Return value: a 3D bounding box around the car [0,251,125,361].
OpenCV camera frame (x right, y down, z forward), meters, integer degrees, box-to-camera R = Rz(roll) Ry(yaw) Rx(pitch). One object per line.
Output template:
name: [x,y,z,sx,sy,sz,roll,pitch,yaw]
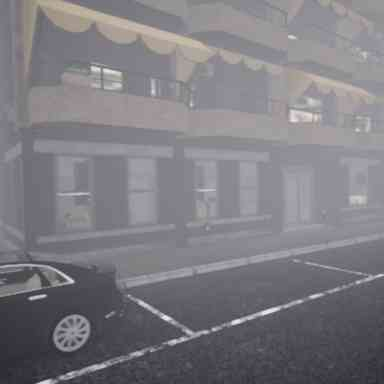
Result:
car: [-3.087,1.550,4.380,4.403,1.369,2.008,-1,0,-35]
